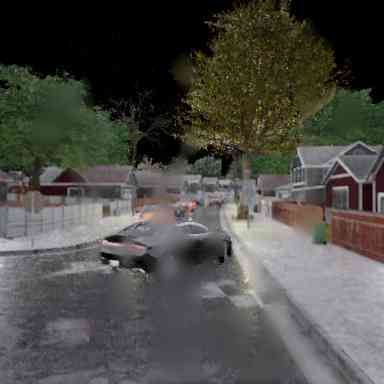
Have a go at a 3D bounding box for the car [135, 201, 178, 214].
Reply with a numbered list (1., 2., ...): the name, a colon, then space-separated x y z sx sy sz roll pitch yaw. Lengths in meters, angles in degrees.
1. car: -2.265 1.477 20.168 2.097 1.767 4.553 0 0 3

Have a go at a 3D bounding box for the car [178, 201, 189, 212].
1. car: -1.692 1.742 29.525 1.895 1.301 4.718 0 0 4

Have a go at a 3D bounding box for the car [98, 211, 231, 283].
1. car: -0.517 1.554 10.042 2.128 1.511 4.902 1 0 35

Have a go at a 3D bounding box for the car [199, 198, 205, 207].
1. car: 1.042 1.699 55.391 2.033 1.411 5.357 0 0 8

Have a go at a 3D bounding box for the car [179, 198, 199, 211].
1. car: -0.754 1.503 40.350 2.097 1.767 4.553 0 0 6

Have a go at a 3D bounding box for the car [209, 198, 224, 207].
1. car: 3.918 1.673 55.033 1.812 1.442 4.674 0 0 8
